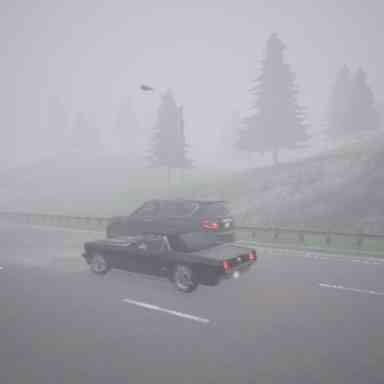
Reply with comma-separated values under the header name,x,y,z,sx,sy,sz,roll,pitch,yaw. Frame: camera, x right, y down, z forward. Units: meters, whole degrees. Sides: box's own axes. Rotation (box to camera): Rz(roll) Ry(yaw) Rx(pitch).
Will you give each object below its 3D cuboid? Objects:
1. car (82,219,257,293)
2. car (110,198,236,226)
name,x,y,z,sx,sy,sz,roll,pitch,yaw
car,-0.795,1.632,8.938,4.718,1.301,1.895,0,0,35
car,-0.942,1.269,13.300,5.566,2.045,2.150,0,0,35
